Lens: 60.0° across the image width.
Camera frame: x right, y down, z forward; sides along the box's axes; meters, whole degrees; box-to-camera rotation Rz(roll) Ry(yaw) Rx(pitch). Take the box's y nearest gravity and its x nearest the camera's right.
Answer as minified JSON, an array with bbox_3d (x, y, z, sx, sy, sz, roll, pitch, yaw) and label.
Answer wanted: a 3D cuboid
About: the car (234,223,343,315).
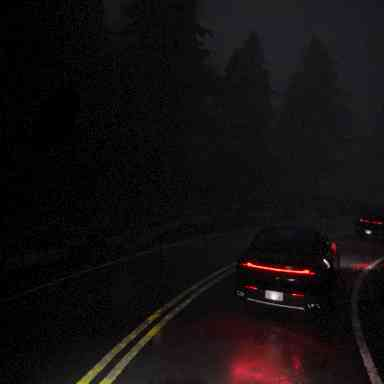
[{"bbox_3d":[2.425,1.502,7.848,1.837,1.490,4.892,2,1,25],"label":"car"}]

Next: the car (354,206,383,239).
[{"bbox_3d":[9.476,1.408,15.343,4.892,1.490,1.837,-1,5,-33],"label":"car"}]
